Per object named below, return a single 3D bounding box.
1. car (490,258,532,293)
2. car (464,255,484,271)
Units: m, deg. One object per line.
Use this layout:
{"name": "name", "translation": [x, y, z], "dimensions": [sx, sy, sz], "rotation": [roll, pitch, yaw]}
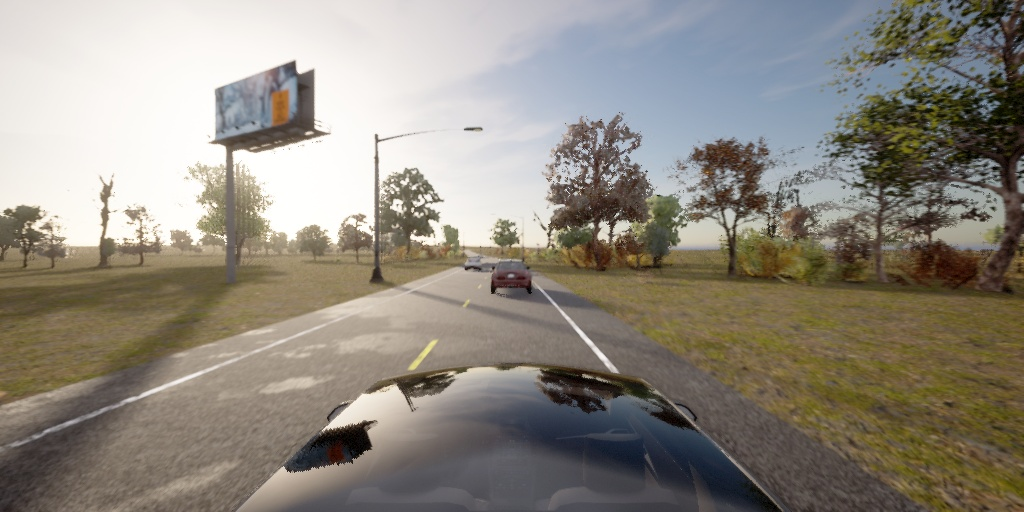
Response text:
{"name": "car", "translation": [-0.068, 0.954, 19.605], "dimensions": [2.097, 1.767, 4.553], "rotation": [0, 0, -1]}
{"name": "car", "translation": [-4.326, 0.969, 40.883], "dimensions": [2.033, 1.411, 5.357], "rotation": [0, 1, -2]}
